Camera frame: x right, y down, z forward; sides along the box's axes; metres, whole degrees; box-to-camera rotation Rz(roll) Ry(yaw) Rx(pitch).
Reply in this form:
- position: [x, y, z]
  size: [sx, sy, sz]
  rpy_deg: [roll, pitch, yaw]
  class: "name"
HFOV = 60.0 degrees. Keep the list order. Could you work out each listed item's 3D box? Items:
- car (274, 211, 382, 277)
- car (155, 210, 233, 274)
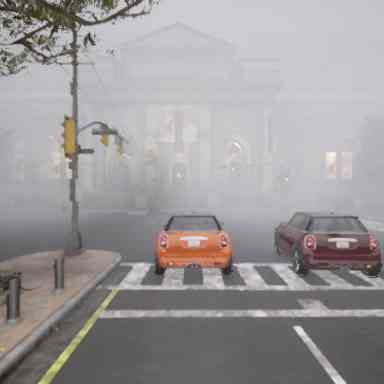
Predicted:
- position: [3.967, 1.364, 10.522]
  size: [2.097, 1.767, 4.553]
  rpy_deg: [0, 0, 4]
  class: "car"
- position: [-0.001, 1.365, 10.787]
  size: [2.097, 1.767, 4.553]
  rpy_deg: [0, 0, -1]
  class: "car"
